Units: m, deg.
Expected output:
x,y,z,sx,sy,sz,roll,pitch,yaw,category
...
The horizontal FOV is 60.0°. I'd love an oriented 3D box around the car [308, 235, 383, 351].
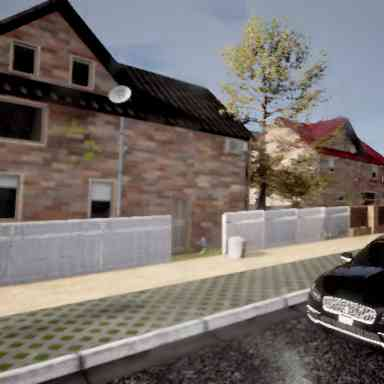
x,y,z,sx,sy,sz,roll,pitch,yaw,category
4.082,1.510,5.917,4.892,1.490,1.837,0,0,-35,car
